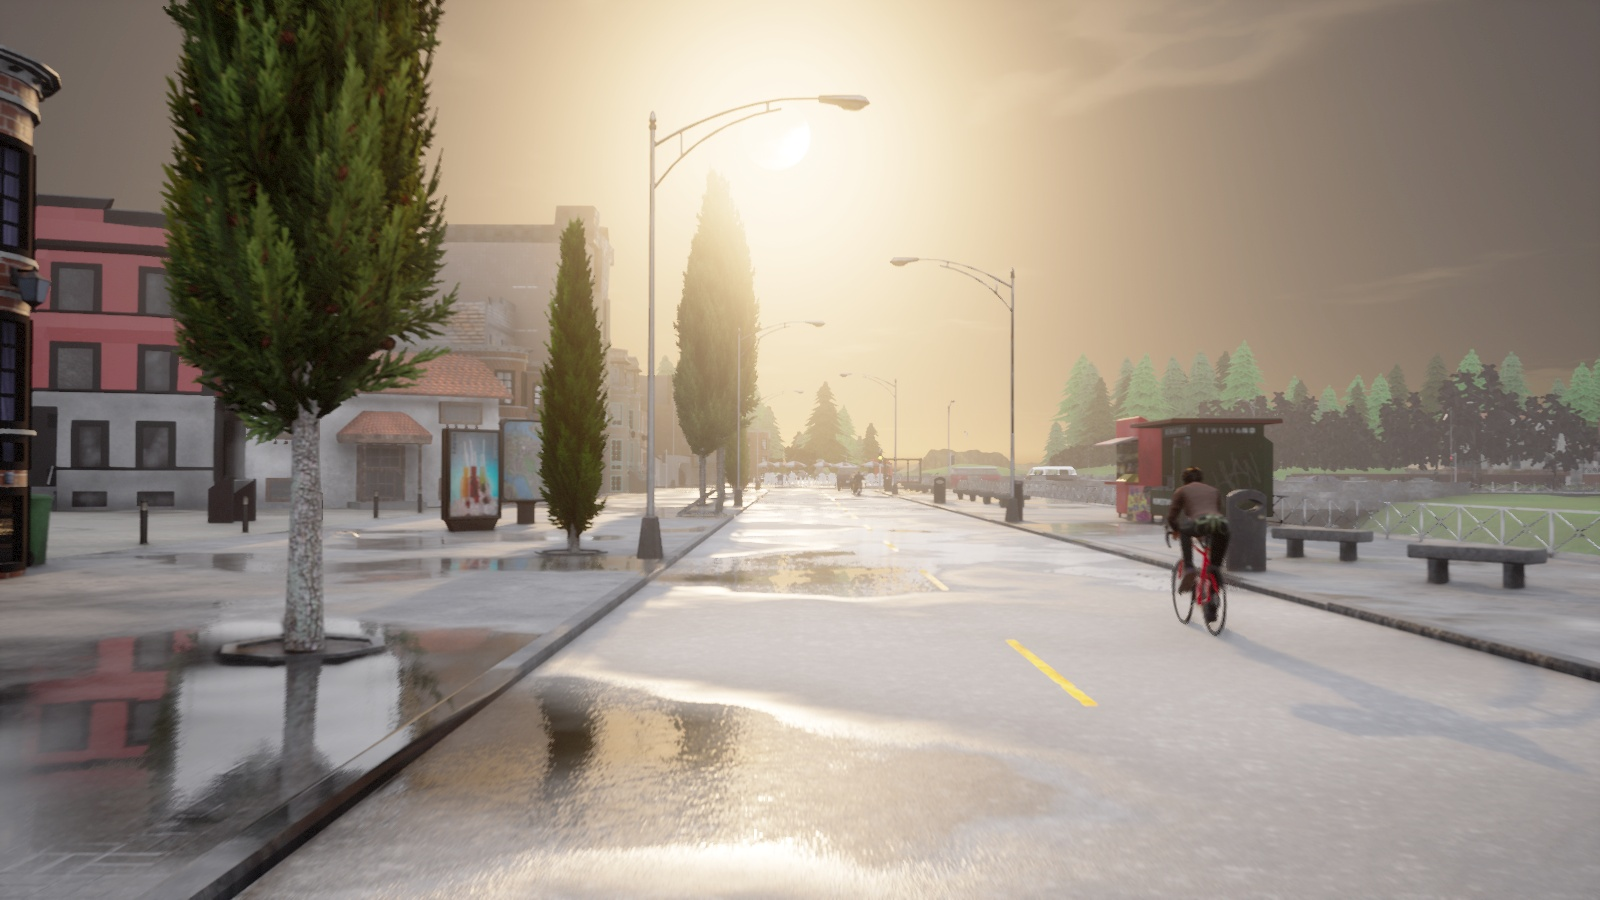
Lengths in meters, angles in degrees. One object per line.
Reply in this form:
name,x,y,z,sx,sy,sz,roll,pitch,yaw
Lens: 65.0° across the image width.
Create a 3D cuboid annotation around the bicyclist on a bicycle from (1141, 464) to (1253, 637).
bicyclist on a bicycle,3.966,0.963,12.655,0.582,1.620,1.656,0,-1,0
